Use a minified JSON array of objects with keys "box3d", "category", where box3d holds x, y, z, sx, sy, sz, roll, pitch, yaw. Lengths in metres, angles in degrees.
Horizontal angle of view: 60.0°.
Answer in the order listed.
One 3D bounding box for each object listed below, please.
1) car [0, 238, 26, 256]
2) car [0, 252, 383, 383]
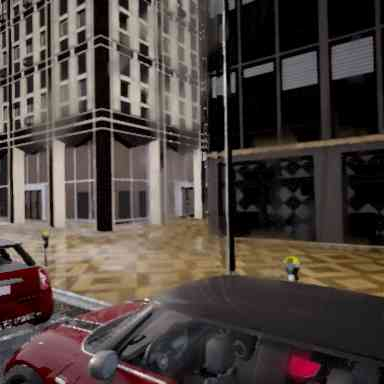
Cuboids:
[{"box3d":[-4.396,1.505,6.027,4.097,1.590,1.967,-1,-1,36],"category":"car"},{"box3d":[0.204,1.453,2.745,4.097,1.590,1.967,-1,-1,36],"category":"car"}]
